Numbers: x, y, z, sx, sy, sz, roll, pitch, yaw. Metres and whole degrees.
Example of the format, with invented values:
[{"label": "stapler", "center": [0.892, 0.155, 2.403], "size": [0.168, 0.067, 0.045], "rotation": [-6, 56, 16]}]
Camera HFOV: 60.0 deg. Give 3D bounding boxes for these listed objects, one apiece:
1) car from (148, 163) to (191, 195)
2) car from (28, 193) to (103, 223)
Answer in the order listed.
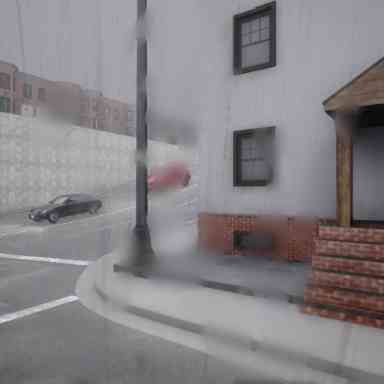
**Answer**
[{"label": "car", "center": [-2.305, -1.187, 28.661], "size": [2.150, 2.045, 5.566], "rotation": [0, 13, 34]}, {"label": "car", "center": [-7.782, 0.873, 20.830], "size": [1.812, 1.442, 4.674], "rotation": [0, 7, 35]}]
